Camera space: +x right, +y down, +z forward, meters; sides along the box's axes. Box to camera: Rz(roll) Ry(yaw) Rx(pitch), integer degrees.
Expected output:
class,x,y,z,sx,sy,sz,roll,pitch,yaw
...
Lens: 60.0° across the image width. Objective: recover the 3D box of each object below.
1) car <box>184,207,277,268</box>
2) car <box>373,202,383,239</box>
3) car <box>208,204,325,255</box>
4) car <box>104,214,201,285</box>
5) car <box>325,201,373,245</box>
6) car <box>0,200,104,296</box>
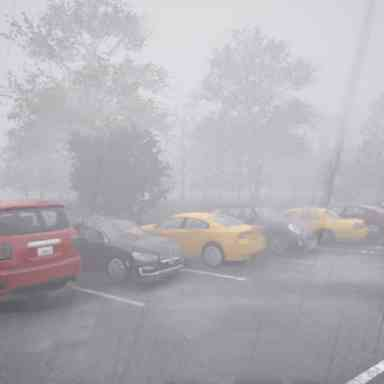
class,x,y,z,sx,sy,sz,roll,pitch,yaw
car,-0.046,1.429,11.130,5.008,1.535,2.097,-1,0,35
car,7.294,1.309,16.183,5.008,1.535,2.097,-1,0,36
car,2.369,1.265,12.850,4.553,1.767,2.185,-1,0,35
car,-2.486,1.463,9.437,4.892,1.521,2.231,-1,-1,35
car,4.686,1.350,14.621,5.366,1.575,1.946,-1,0,35
car,-4.943,1.234,7.727,5.566,2.045,2.435,-1,0,34
